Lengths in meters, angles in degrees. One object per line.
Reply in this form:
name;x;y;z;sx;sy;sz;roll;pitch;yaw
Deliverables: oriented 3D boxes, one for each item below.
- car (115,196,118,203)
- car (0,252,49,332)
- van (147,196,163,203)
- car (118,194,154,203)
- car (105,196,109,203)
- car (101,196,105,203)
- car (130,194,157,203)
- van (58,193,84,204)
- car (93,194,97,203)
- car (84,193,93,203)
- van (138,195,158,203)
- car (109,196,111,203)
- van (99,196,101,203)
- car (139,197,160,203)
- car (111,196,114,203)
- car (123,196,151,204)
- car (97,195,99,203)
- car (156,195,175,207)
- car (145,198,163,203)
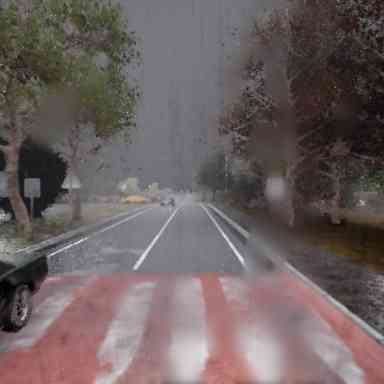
car;-23.414;2.229;91.667;5.366;1.575;1.946;0;-2;0
car;-3.367;1.476;3.464;1.895;1.301;4.718;0;6;0
van;-10.407;2.072;94.301;4.442;1.987;1.878;0;-2;0
car;-10.282;1.396;61.008;5.366;1.575;1.946;0;-1;0
car;-23.575;1.913;80.464;5.008;1.535;2.097;0;-2;0
car;-23.544;1.712;77.823;4.553;1.767;2.185;0;-2;0
car;-10.458;1.414;72.101;5.566;2.045;2.435;0;-2;0
van;-23.670;1.240;63.861;4.442;1.987;1.878;0;-1;0
car;-23.377;1.600;69.515;5.366;1.575;1.946;0;-2;0
car;-23.585;1.279;66.754;5.566;2.045;2.435;0;-1;0
van;-10.617;1.677;80.425;4.442;1.987;1.878;0;-2;0
car;-23.580;1.996;83.358;5.008;1.535;2.097;0;-2;0
van;-23.688;1.534;75.057;4.442;1.987;1.878;0;-2;0
car;-10.510;1.982;83.194;5.008;1.535;2.097;0;-2;0
car;-23.584;2.076;86.127;4.892;1.521;2.231;0;-2;0
car;-10.478;1.455;63.776;4.892;1.521;2.231;0;-1;0
car;-23.560;1.681;72.281;4.892;1.521;2.231;0;-2;0
car;-3.422;1.263;46.927;2.128;1.511;4.902;0;-1;0
car;-10.521;2.259;91.518;4.674;1.452;2.002;0;-2;0
